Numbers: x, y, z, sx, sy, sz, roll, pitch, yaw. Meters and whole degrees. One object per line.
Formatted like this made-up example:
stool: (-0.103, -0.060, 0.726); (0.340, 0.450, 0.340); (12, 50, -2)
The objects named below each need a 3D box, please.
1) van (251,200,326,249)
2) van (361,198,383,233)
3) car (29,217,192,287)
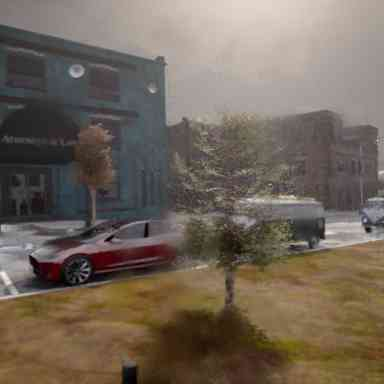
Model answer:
van: (3.387, 1.283, 13.150); (4.442, 1.987, 1.878); (2, -1, -38)
van: (11.393, 1.362, 19.061); (4.442, 1.987, 1.878); (2, -1, -38)
car: (-1.910, 1.485, 9.359); (4.792, 1.488, 2.163); (2, -1, -37)
